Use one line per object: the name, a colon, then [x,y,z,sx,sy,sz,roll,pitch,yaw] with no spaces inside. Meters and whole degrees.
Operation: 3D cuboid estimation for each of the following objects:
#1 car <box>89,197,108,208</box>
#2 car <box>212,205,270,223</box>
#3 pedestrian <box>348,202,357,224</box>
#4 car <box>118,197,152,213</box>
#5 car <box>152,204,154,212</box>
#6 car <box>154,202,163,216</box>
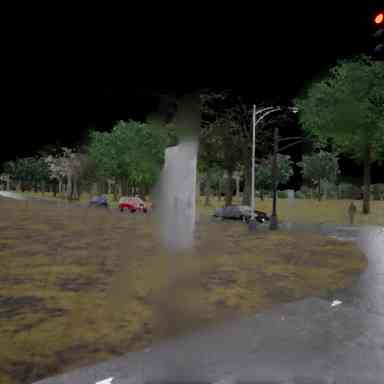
car: [-18.375,1.953,65.234,2.150,2.045,5.566,3,-3,-36]
car: [3.962,1.793,27.840,2.033,1.411,5.357,3,-2,-36]
pedestrian: [13.353,1.718,27.813,0.375,1.860,0.375,2,-1,-36]
car: [-7.938,1.680,44.423,2.150,2.045,5.566,3,-2,-35]
car: [-4.050,2.087,45.304,1.837,1.490,4.892,3,-2,-36]
car: [-1.849,1.928,35.896,1.994,1.385,4.181,3,-2,-37]
